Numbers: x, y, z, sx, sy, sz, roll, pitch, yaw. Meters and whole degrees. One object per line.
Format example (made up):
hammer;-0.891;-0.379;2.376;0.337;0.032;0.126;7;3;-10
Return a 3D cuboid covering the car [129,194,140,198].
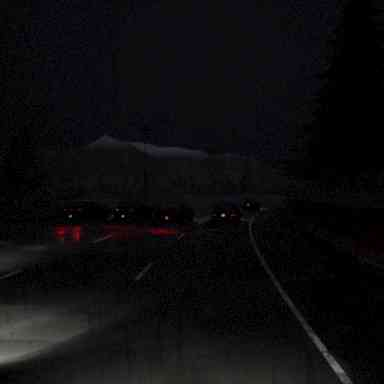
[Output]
car;-12.362;1.335;75.388;1.837;1.490;4.892;0;0;27

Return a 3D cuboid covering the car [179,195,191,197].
car;-1.643;1.355;73.148;1.812;1.442;4.674;0;0;29

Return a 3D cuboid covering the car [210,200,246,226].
car;2.449;1.514;23.362;2.033;1.411;5.357;0;0;11

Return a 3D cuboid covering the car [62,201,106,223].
car;-7.843;1.435;25.103;2.128;1.511;4.902;0;0;11

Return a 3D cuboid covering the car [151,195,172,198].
car;-6.100;1.335;72.261;1.882;1.535;5.008;0;0;27

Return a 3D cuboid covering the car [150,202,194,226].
car;-1.118;1.438;23.063;1.882;1.535;5.008;0;0;10

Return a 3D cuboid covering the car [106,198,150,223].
car;-4.269;1.442;25.176;2.128;1.511;4.902;0;0;11

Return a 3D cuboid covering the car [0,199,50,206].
car;-16.754;1.457;34.687;2.033;1.411;5.357;0;0;14

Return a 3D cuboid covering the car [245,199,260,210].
car;7.346;1.511;41.533;1.994;1.385;4.181;0;0;19

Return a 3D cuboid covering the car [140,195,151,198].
car;-8.938;1.395;74.377;1.994;1.385;4.181;0;0;27
